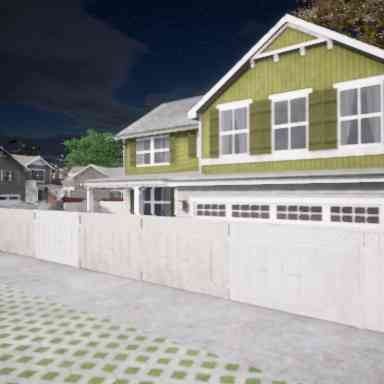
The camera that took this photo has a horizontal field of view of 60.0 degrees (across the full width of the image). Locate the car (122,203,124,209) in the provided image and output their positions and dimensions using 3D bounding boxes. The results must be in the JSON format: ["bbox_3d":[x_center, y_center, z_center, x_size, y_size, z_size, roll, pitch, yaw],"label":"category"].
[{"bbox_3d":[-8.734,1.726,49.450,1.812,1.442,4.674,0,0,22],"label":"car"}]

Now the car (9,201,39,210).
[{"bbox_3d":[-15.542,1.613,30.140,1.837,1.490,4.892,0,0,18],"label":"car"}]

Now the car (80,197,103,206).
[{"bbox_3d":[-12.297,1.506,39.820,2.097,1.767,4.553,0,0,20],"label":"car"}]
